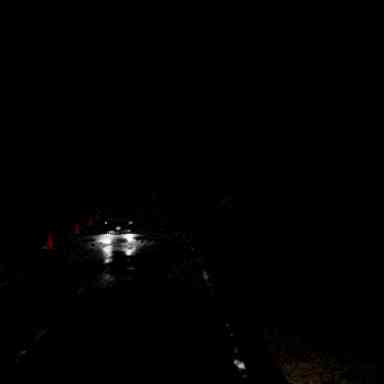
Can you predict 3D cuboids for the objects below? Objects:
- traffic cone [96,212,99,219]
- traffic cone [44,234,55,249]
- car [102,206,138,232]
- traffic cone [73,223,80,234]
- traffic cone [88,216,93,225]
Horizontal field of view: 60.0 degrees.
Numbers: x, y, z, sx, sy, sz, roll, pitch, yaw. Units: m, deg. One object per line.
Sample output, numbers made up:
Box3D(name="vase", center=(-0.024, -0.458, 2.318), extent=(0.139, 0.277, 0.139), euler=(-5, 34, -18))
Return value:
Box3D(name="traffic cone", center=(-7.956, 1.997, 27.961), extent=(0.340, 0.580, 0.340), euler=(0, 0, -12))
Box3D(name="traffic cone", center=(-5.729, 1.976, 13.408), extent=(0.340, 0.580, 0.340), euler=(0, 0, -6))
Box3D(name="car", center=(-4.350, 1.576, 20.578), extent=(2.033, 1.411, 5.357), euler=(0, 0, -8))
Box3D(name="traffic cone", center=(-6.308, 1.983, 18.283), extent=(0.340, 0.580, 0.340), euler=(0, 0, -8))
Box3D(name="traffic cone", center=(-7.051, 1.990, 23.136), extent=(0.340, 0.580, 0.340), euler=(0, 0, -10))
